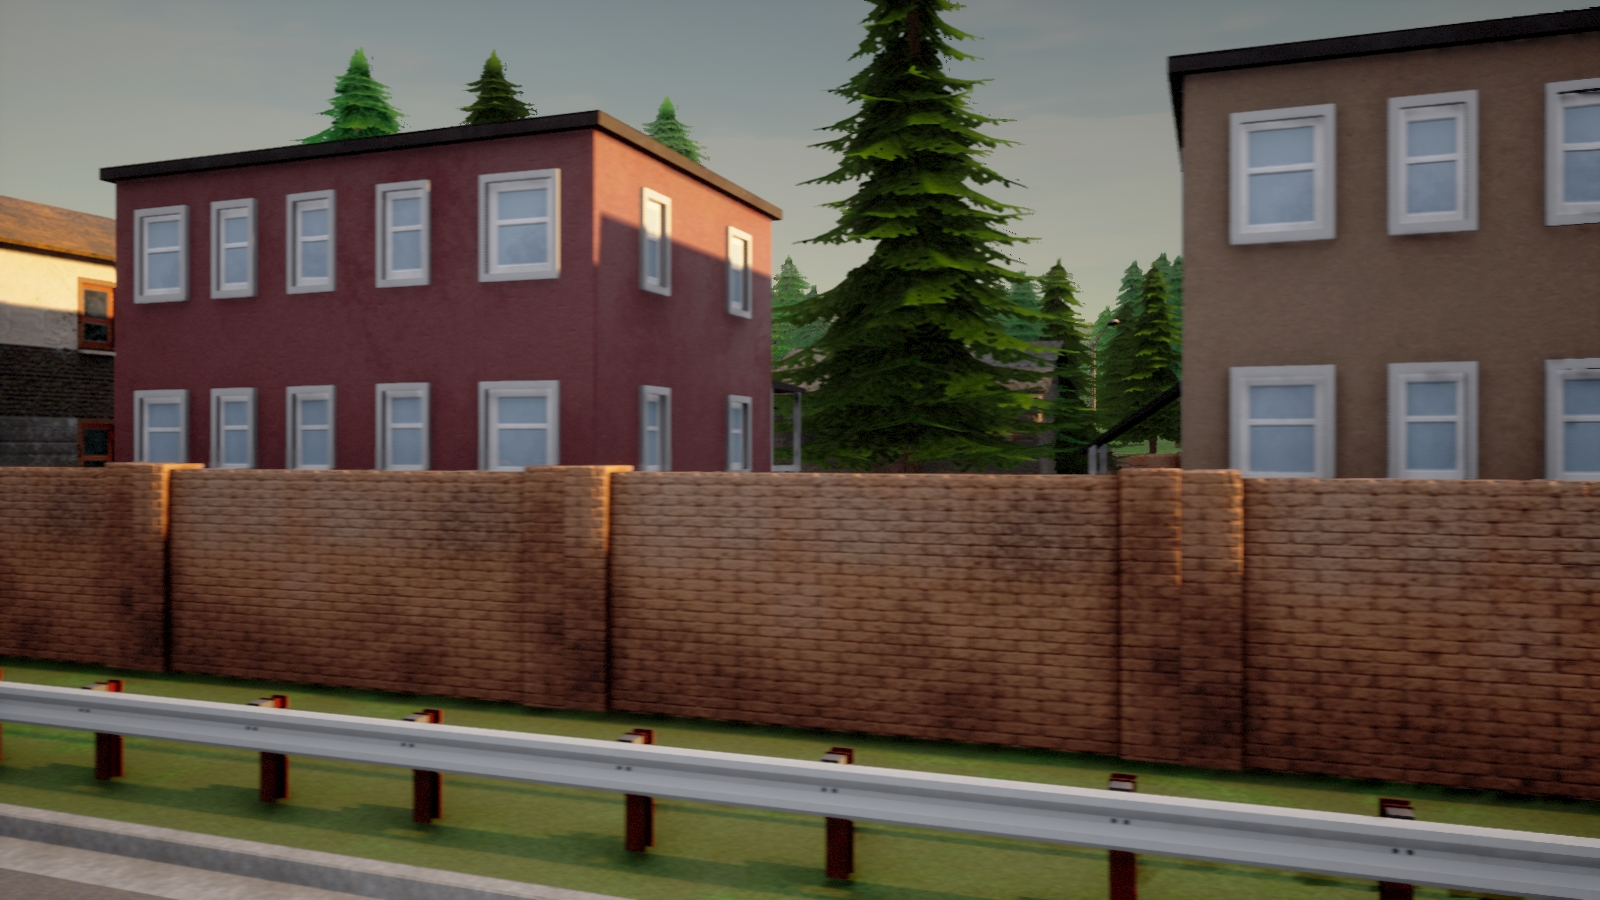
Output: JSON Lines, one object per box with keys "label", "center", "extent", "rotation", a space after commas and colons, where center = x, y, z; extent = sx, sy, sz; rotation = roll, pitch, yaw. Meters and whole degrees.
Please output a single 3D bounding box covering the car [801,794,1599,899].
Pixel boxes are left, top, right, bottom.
{"label": "car", "center": [2.142, 2.040, 2.526], "extent": [4.514, 1.525, 2.007], "rotation": [0, 0, 20]}
